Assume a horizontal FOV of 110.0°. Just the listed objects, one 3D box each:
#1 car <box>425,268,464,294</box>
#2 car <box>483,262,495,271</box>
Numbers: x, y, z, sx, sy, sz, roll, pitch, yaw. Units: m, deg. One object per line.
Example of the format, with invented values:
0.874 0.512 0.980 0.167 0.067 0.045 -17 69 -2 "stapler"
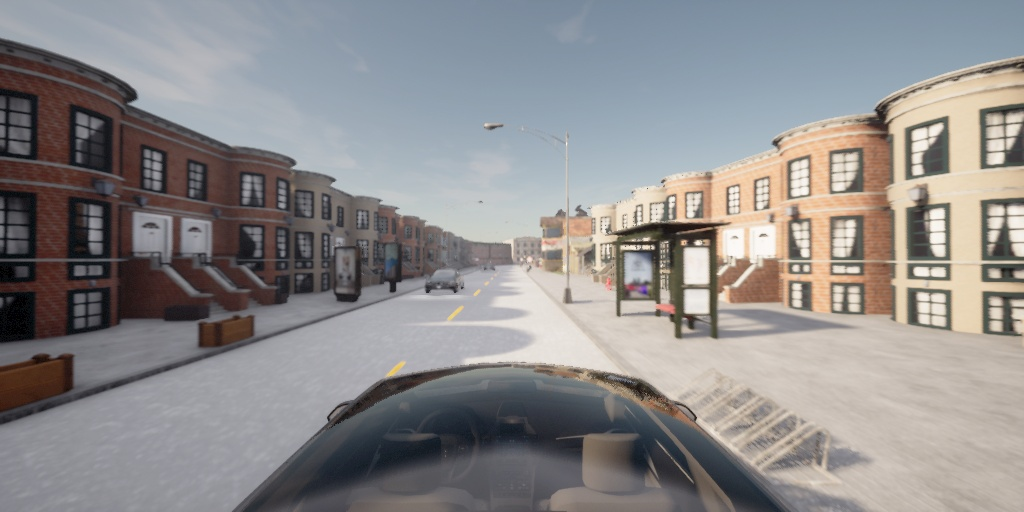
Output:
-4.095 1.490 22.424 1.812 1.442 4.674 0 -1 0 "car"
-4.020 1.892 63.875 2.128 1.511 4.902 0 -1 1 "car"
